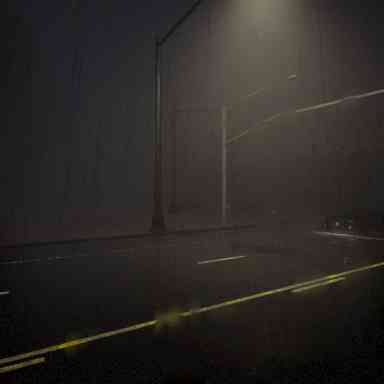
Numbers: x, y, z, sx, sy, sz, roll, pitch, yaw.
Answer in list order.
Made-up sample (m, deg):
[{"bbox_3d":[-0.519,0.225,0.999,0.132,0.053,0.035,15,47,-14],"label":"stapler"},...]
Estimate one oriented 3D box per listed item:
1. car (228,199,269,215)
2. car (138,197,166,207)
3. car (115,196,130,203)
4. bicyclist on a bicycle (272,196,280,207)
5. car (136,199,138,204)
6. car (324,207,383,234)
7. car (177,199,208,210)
[{"bbox_3d":[5.830,1.491,34.508,2.128,1.511,4.902,0,0,-36],"label":"car"},{"bbox_3d":[-5.821,1.478,50.833,1.882,1.535,5.008,0,0,-35],"label":"car"},{"bbox_3d":[-14.451,1.468,69.080,1.812,1.442,4.674,0,0,-36],"label":"car"},{"bbox_3d":[11.471,1.303,45.507,1.656,1.620,0.582,0,0,-36],"label":"bicyclist on a bicycle"},{"bbox_3d":[-8.638,1.564,61.031,1.994,1.385,4.181,0,0,-35],"label":"car"},{"bbox_3d":[9.567,1.564,19.361,4.181,1.385,1.994,0,0,-35],"label":"car"},{"bbox_3d":[0.045,1.601,42.607,1.895,1.301,4.718,0,0,-36],"label":"car"}]
